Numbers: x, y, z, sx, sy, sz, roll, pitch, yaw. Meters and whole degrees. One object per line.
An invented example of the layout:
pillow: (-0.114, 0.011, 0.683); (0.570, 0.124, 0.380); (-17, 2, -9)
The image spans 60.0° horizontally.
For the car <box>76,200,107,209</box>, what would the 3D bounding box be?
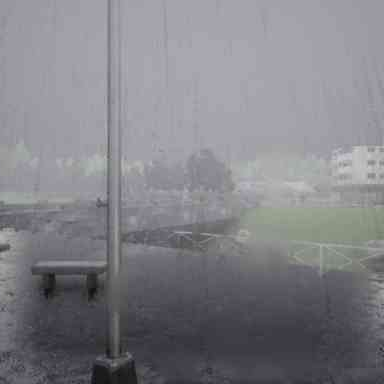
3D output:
car: (-10.045, 1.552, 34.561); (1.994, 1.385, 4.181); (0, 0, 35)

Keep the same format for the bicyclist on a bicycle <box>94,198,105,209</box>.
bicyclist on a bicycle: (-8.277, 1.338, 29.809); (1.656, 1.620, 0.582); (0, 0, 35)
